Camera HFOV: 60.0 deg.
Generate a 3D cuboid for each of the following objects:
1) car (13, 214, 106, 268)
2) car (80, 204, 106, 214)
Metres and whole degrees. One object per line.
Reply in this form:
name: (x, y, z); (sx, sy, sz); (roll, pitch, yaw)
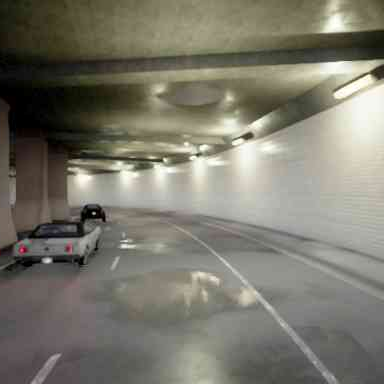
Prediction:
car: (-4.400, 1.668, 11.641); (1.895, 1.301, 4.718); (0, 0, -8)
car: (-8.602, 1.713, 28.760); (1.994, 1.385, 4.181); (0, 0, -19)
